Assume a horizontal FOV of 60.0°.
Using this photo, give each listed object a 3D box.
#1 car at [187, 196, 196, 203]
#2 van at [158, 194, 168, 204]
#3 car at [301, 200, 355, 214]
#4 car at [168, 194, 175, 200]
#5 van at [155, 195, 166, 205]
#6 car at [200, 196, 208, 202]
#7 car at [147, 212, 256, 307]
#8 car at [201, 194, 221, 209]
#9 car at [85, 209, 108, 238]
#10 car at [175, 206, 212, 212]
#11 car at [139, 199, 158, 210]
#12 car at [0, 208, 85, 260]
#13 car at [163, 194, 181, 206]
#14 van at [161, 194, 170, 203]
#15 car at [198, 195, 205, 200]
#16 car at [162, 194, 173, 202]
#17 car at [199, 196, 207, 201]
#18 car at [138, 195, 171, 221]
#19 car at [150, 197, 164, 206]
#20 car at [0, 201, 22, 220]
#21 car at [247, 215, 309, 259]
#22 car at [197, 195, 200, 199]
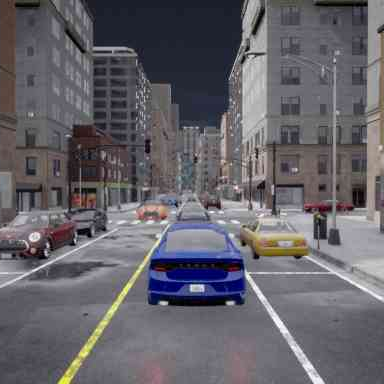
[{"bbox_3d":[-0.110,1.579,74.002,2.128,1.511,4.902,0,0,0],"label":"car"},{"bbox_3d":[-5.779,1.398,66.904,1.690,1.788,3.998,-1,0,0],"label":"van"},{"bbox_3d":[13.311,1.458,32.830,4.718,1.301,1.895,-1,1,-1],"label":"car"},{"bbox_3d":[-5.818,1.513,94.832,1.967,1.590,4.097,-1,0,0],"label":"car"},{"bbox_3d":[-5.770,1.394,61.318,1.690,1.788,3.998,-1,0,0],"label":"van"},{"bbox_3d":[2.740,1.590,78.258,1.752,1.417,4.829,-1,0,0],"label":"car"},{"bbox_3d":[0.085,1.478,8.109,1.882,1.535,5.008,0,0,0],"label":"car"},{"bbox_3d":[2.780,1.351,44.572,2.192,1.841,5.009,-1,0,0],"label":"car"},{"bbox_3d":[-5.703,1.571,17.687,1.947,1.339,4.313,-1,0,0],"label":"car"},{"bbox_3d":[0.074,1.606,17.472,1.895,1.301,4.718,0,0,0],"label":"car"},{"bbox_3d":[-5.743,1.601,44.560,1.947,1.339,4.313,-1,0,0],"label":"car"},{"bbox_3d":[-5.696,1.442,12.190,1.967,1.590,4.097,-1,0,0],"label":"car"},{"bbox_3d":[-3.170,1.265,49.990,2.150,2.045,5.566,0,0,0],"label":"car"},{"bbox_3d":[-5.787,1.402,72.490,1.690,1.788,3.998,-1,0,0],"label":"van"},{"bbox_3d":[2.721,1.624,94.845,2.008,1.369,4.403,-1,0,0],"label":"car"},{"bbox_3d":[-5.795,1.380,78.076,2.192,1.841,5.009,-1,0,0],"label":"car"},{"bbox_3d":[2.734,1.634,83.673,1.947,1.339,4.313,-1,0,0],"label":"car"},{"bbox_3d":[-3.144,1.385,27.488,2.097,1.767,4.553,0,0,0],"label":"car"},{"bbox_3d":[-5.760,1.573,55.562,1.752,1.417,4.829,-1,0,0],"label":"car"},{"bbox_3d":[-18.071,1.664,29.470,5.008,1.535,1.882,-1,1,-1],"label":"car"},{"bbox_3d":[2.830,1.527,12.374,1.752,1.417,4.829,-1,0,0],"label":"car"},{"bbox_3d":[2.752,1.372,66.916,2.192,1.841,5.009,-1,0,0],"label":"car"}]
